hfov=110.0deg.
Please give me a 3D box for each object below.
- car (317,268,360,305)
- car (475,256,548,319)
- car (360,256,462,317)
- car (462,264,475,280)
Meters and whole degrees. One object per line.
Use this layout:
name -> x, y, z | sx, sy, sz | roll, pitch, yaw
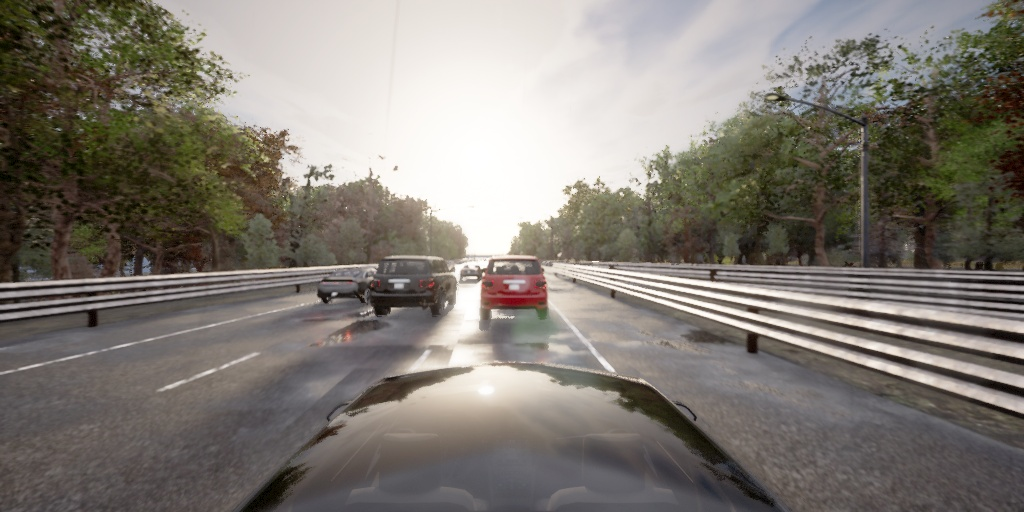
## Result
car -> -6.980, 1.300, 16.484 | 2.128, 1.511, 4.902 | 0, 0, -1
car -> 0.052, 1.014, 13.154 | 2.150, 2.045, 5.566 | 0, 0, 0
car -> -3.452, 1.017, 13.591 | 2.150, 2.045, 5.566 | 0, 0, 0
car -> -3.727, 1.428, 33.145 | 2.033, 1.411, 5.357 | 0, 0, -1
